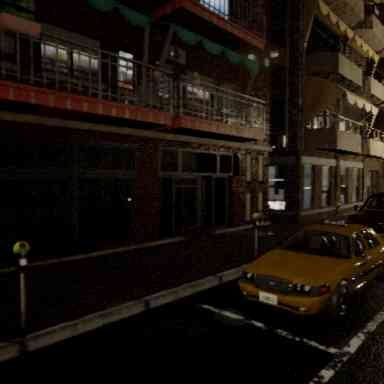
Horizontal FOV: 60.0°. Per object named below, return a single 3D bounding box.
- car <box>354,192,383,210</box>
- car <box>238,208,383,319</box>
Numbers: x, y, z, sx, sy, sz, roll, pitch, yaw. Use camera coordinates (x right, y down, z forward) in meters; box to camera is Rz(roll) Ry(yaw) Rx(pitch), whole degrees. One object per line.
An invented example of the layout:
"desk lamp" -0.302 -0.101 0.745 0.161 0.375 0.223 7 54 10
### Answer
"car" 6.765 0.945 11.045 2.192 1.841 5.009 2 3 43
"car" 2.847 1.281 6.920 1.752 1.417 4.829 2 3 43
